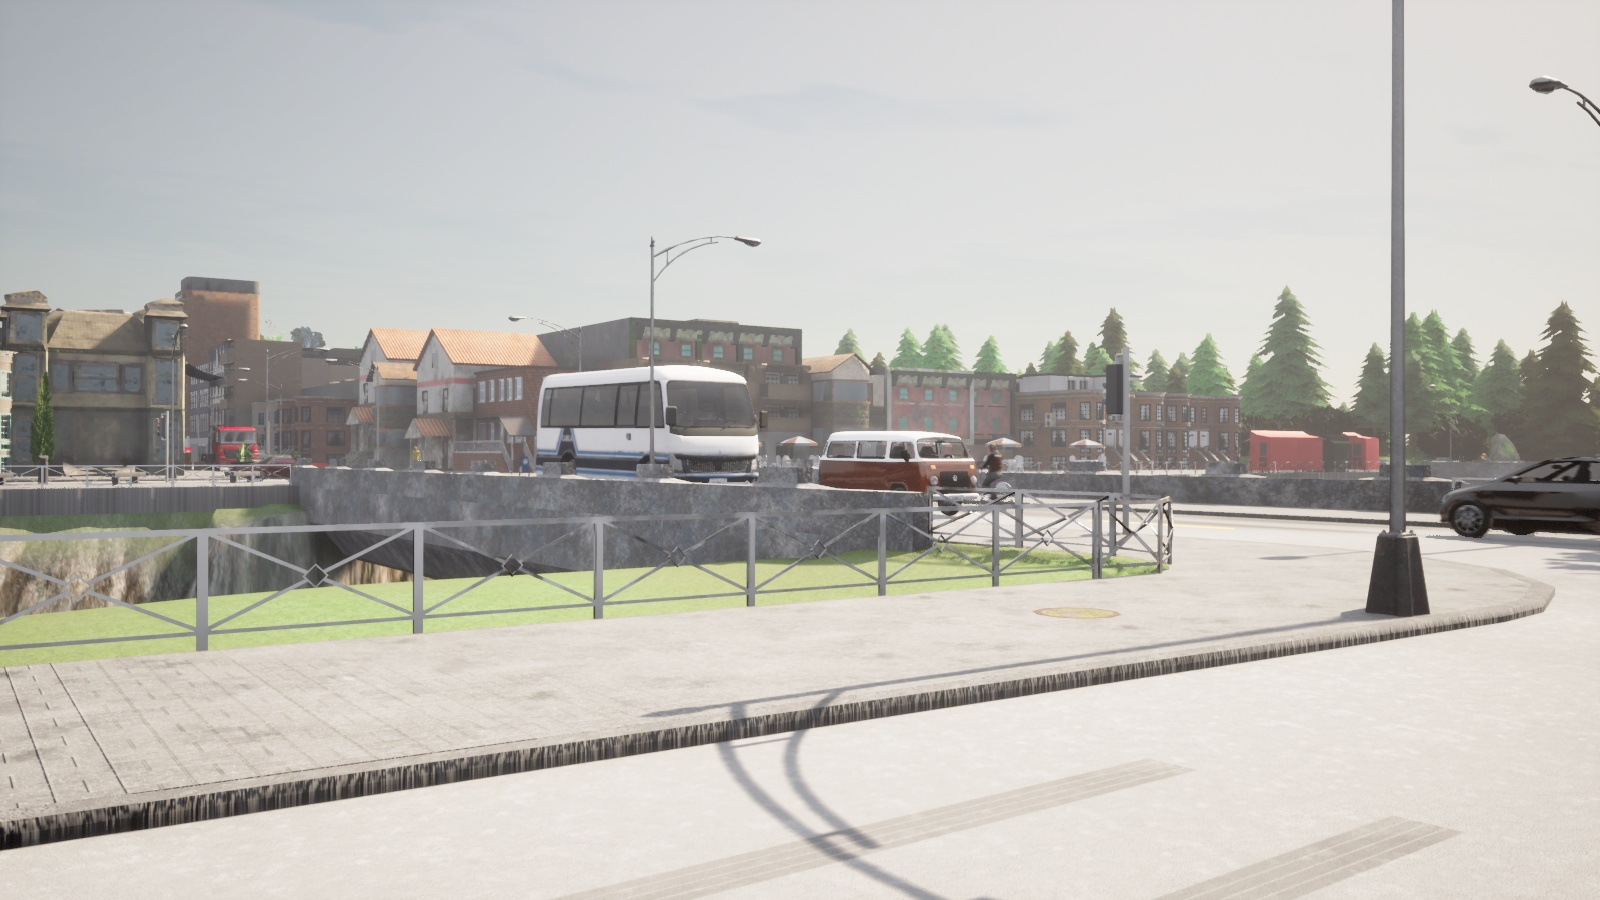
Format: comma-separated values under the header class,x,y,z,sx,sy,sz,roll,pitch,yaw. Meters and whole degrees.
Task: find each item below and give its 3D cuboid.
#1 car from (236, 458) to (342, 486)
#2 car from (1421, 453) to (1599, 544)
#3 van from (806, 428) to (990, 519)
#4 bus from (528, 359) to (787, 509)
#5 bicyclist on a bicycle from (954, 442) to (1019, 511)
class,x,y,z,sx,sy,sz,roll,pitch,yaw
car,-24.992,1.049,61.468,4.718,1.301,1.895,0,0,-24
car,13.213,0.783,21.668,1.816,1.474,4.193,0,0,-29
van,2.286,0.538,30.458,2.069,2.038,4.480,0,0,-35
bus,-4.956,-0.522,40.850,3.944,4.253,10.273,0,1,-35
bicyclist on a bicycle,4.974,0.687,33.594,0.659,1.776,1.843,0,0,-35
